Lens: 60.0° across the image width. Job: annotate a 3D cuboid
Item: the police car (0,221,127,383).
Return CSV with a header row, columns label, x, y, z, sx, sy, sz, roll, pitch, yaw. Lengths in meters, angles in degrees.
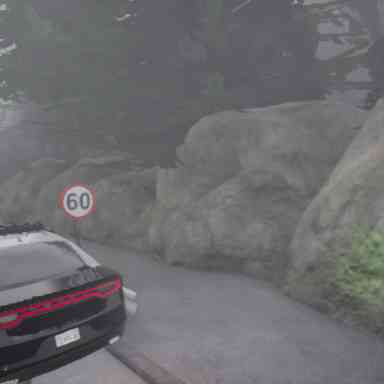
label,x,y,z,sx,sy,sz,roll,pitch,yaw
police car,-3.031,1.359,5.499,1.930,1.638,5.238,-7,4,-41
